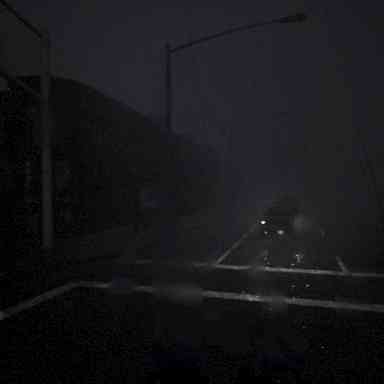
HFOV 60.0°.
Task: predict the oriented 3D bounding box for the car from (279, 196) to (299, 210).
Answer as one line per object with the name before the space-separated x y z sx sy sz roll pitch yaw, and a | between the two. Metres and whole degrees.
car | 10.199 1.112 34.738 1.895 1.301 4.718 -1 1 18

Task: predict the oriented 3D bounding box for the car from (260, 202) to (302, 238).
car | 4.425 1.373 16.311 1.895 1.301 4.718 -1 1 17

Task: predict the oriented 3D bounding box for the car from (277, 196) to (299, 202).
car | 7.202 1.137 25.227 2.128 1.511 4.902 -1 1 17

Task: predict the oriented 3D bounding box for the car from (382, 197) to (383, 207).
car | 21.351 0.868 34.758 2.128 1.511 4.902 -1 1 17
